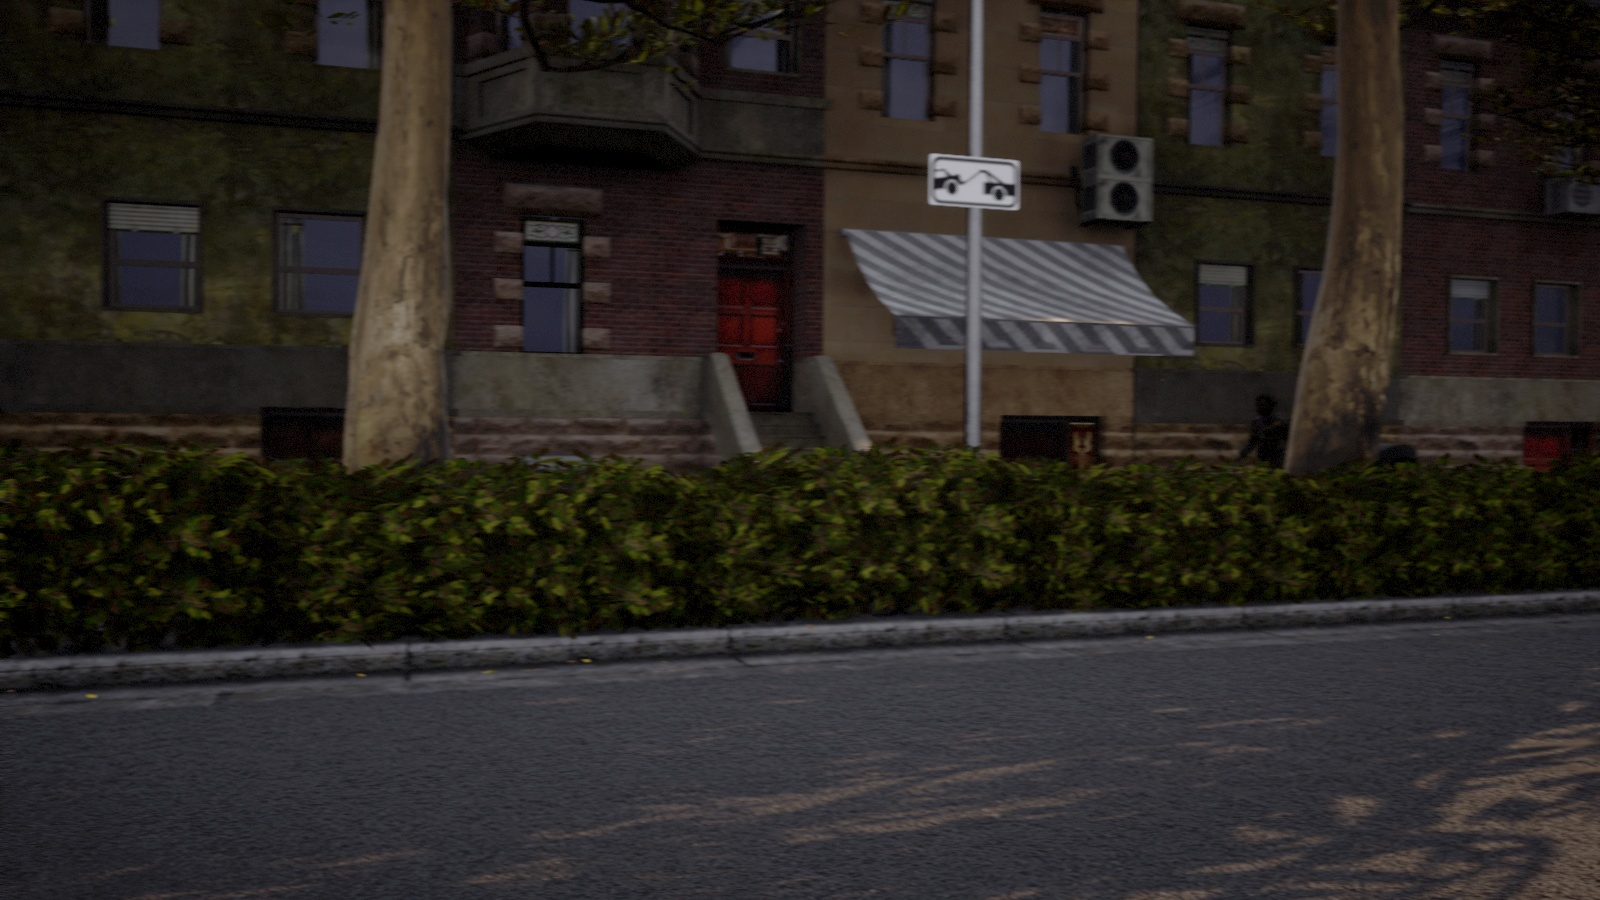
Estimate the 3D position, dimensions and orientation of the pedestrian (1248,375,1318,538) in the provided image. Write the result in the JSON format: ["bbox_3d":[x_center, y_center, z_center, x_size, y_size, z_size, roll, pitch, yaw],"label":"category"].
[{"bbox_3d":[5.842,0.069,15.192,0.692,1.930,0.395,-1,1,-21],"label":"pedestrian"}]
